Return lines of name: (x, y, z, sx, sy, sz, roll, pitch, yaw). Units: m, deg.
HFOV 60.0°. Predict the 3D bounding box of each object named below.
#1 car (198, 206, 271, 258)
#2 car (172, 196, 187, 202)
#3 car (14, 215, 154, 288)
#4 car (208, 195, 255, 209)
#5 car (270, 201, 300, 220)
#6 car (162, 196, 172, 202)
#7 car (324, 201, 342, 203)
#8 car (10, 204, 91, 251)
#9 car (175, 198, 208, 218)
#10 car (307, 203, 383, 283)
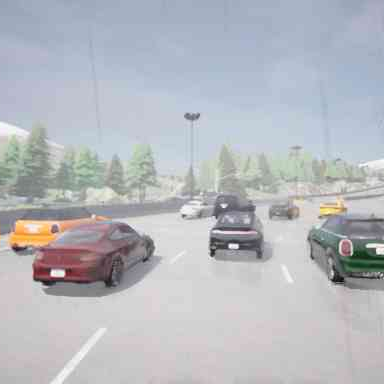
car: (1.843, 1.506, 12.911, 2.128, 1.511, 4.902, 0, 0, 12)
car: (-0.978, 1.582, 58.748, 1.994, 1.385, 4.181, 0, 0, 38)
car: (-2.443, 1.516, 9.177, 1.812, 1.442, 4.674, 0, 0, 8)
car: (3.683, 1.251, 28.192, 2.150, 2.045, 5.566, 0, 0, 27)
car: (8.099, 1.545, 28.978, 2.128, 1.511, 4.902, 0, 0, 29)
car: (-3.541, 1.540, 61.146, 1.812, 1.442, 4.674, 0, 0, 38)
car: (12.817, 1.557, 30.109, 1.882, 1.535, 5.008, 0, 0, 32)
car: (-5.111, 1.331, 13.622, 2.097, 1.767, 4.553, 0, 0, 11)
car: (0.589, 1.540, 29.704, 1.812, 1.442, 4.674, 0, 0, 26)
car: (4.752, 1.381, 9.692, 2.097, 1.767, 4.553, 0, 0, 10)
